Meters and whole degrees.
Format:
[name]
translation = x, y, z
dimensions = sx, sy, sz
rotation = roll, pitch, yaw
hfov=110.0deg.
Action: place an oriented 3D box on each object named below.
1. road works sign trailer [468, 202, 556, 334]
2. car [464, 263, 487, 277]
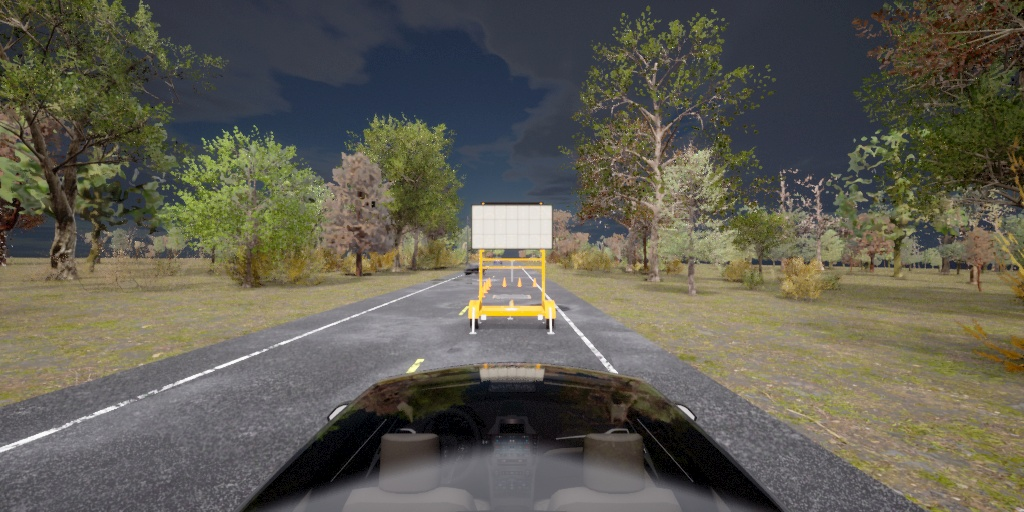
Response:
[road works sign trailer]
translation = 0.003, 0.218, 10.598
dimensions = 2.380, 3.560, 2.880
rotation = 0, 0, 0
[car]
translation = -3.609, 1.386, 35.747
dimensions = 1.895, 1.301, 4.718
rotation = 0, 0, 0
